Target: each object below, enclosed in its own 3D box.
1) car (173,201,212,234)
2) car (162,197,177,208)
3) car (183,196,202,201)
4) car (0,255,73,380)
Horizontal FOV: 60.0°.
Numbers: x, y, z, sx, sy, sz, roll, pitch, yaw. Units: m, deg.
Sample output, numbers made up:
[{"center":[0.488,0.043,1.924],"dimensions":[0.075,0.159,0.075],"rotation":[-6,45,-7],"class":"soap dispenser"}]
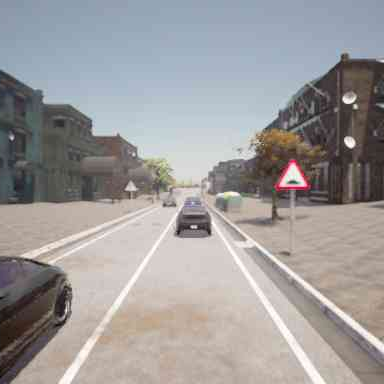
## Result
[{"center":[0.099,1.479,18.894],"dimensions":[1.837,1.490,4.892],"rotation":[0,0,0],"class":"car"},{"center":[-3.085,1.412,46.540],"dimensions":[1.812,1.442,4.674],"rotation":[0,0,0],"class":"car"},{"center":[0.097,1.262,37.943],"dimensions":[2.097,1.767,4.553],"rotation":[0,0,0],"class":"car"},{"center":[-3.098,1.562,4.228],"dimensions":[1.994,1.385,4.181],"rotation":[0,0,0],"class":"car"}]
